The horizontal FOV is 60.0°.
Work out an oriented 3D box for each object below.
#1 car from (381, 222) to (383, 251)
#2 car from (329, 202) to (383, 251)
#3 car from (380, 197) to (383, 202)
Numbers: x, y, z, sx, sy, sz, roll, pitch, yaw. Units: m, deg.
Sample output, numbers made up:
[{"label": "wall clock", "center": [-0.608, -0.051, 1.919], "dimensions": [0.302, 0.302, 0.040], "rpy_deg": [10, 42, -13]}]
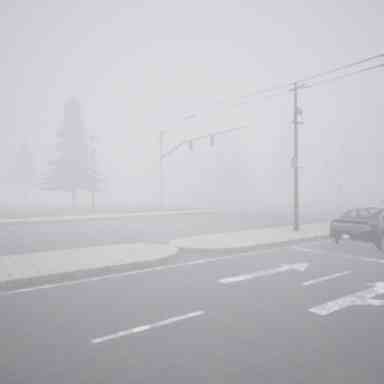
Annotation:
[{"label": "car", "center": [7.136, 1.479, 8.753], "dimensions": [4.181, 1.385, 1.994], "rpy_deg": [0, 0, -34]}, {"label": "car", "center": [7.547, 1.384, 13.537], "dimensions": [4.902, 1.511, 2.128], "rpy_deg": [-1, 0, -36]}, {"label": "car", "center": [30.163, 0.938, 49.756], "dimensions": [4.553, 1.767, 2.097], "rpy_deg": [0, 0, -36]}]
